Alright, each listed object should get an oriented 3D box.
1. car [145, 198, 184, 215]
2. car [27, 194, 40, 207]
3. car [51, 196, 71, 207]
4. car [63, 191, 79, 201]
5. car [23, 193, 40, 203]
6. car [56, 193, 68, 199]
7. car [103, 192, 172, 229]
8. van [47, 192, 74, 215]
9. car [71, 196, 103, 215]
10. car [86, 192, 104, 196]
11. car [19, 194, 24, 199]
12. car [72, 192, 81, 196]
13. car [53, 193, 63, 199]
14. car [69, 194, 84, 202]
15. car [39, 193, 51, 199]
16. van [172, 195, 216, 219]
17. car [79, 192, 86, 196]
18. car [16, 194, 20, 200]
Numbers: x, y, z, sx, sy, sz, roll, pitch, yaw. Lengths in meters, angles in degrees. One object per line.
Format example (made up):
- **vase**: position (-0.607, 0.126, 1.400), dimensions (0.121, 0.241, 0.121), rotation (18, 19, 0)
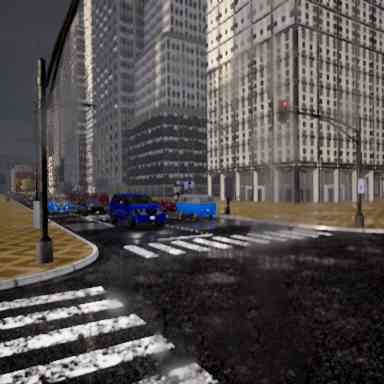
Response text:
- **car**: position (-2.644, 1.293, 31.028), dimensions (1.887, 1.381, 4.507), rotation (-1, 1, -31)
- **car**: position (-21.150, 1.310, 45.824), dimensions (1.947, 1.339, 4.313), rotation (-1, 1, -31)
- **car**: position (-18.133, 1.317, 45.909), dimensions (1.895, 1.301, 4.718), rotation (-1, 1, -30)
- **car**: position (-25.211, 0.826, 69.160), dimensions (2.192, 1.841, 5.009), rotation (-1, 1, -31)
- **car**: position (-23.968, 1.265, 50.592), dimensions (2.008, 1.369, 4.403), rotation (-1, 1, -31)
- **car**: position (-30.847, 1.002, 78.700), dimensions (2.008, 1.369, 4.403), rotation (-1, 1, -31)
- **car**: position (-3.651, 1.089, 21.289), dimensions (2.150, 2.045, 5.566), rotation (-1, 1, -31)
- **van**: position (-12.696, 1.173, 31.516), dimensions (1.690, 1.788, 3.998), rotation (-1, 1, -31)
- **car**: position (-9.583, 1.354, 31.334), dimensions (2.033, 1.411, 5.357), rotation (-1, 1, -31)
- **car**: position (-13.937, 0.946, 50.085), dimensions (2.192, 1.841, 5.009), rotation (-1, 1, -31)
- **car**: position (-29.605, 1.236, 60.130), dimensions (1.802, 1.307, 4.206), rotation (-1, 1, -31)
- **car**: position (-19.575, 0.887, 59.623), dimensions (2.192, 1.841, 5.009), rotation (-1, 1, -31)
- **car**: position (-33.752, 0.945, 83.614), dimensions (1.752, 1.417, 4.829), rotation (-1, 1, -31)
- **car**: position (-22.391, 1.107, 64.394), dimensions (1.947, 1.339, 4.313), rotation (-1, 1, -31)
- **car**: position (-37.391, 0.960, 84.478), dimensions (2.128, 1.511, 4.902), rotation (-1, 1, -31)
- **van**: position (0.251, 1.118, 26.304), dimensions (1.690, 1.788, 3.998), rotation (-1, 1, -31)
- **car**: position (-16.755, 1.146, 54.856), dimensions (1.887, 1.381, 4.507), rotation (-1, 1, -31)
- **car**: position (-40.879, 1.115, 79.205), dimensions (1.802, 1.307, 4.206), rotation (-1, 1, -31)
